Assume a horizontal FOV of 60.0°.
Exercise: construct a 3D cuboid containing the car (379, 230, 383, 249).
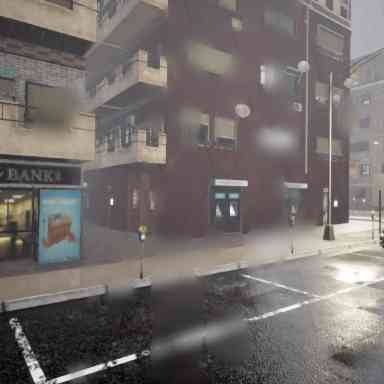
[{"bbox_3d":[9.086,1.554,13.120,4.403,1.369,2.008,0,1,-35],"label":"car"}]
